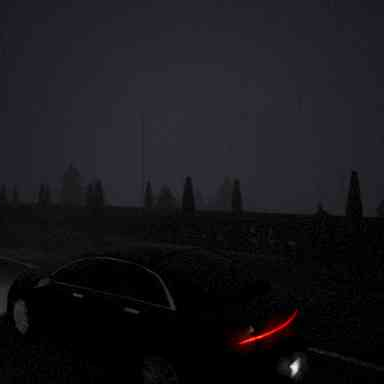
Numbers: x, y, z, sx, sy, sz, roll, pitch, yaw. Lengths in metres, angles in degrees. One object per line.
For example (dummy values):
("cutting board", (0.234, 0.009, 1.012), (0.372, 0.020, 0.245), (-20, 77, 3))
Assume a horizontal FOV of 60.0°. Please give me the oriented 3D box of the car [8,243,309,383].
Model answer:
("car", (-0.865, 1.515, 4.851), (4.892, 1.490, 1.837), (0, 0, 38))
